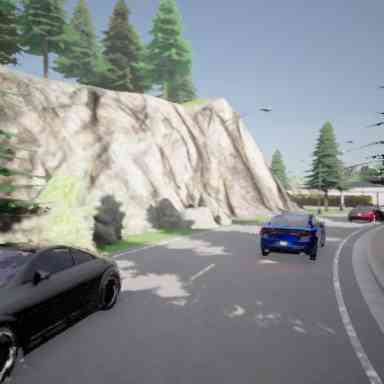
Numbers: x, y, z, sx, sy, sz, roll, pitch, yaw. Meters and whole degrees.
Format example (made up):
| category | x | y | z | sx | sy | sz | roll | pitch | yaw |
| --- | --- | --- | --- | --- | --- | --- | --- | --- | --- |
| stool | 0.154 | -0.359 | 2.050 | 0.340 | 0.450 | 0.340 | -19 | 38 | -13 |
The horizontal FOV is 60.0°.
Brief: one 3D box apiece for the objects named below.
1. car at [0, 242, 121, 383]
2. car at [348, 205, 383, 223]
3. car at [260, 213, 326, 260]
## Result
| category | x | y | z | sx | sy | sz | roll | pitch | yaw |
| --- | --- | --- | --- | --- | --- | --- | --- | --- | --- |
| car | -2.803 | 1.530 | 5.200 | 1.994 | 1.385 | 4.181 | 1 | 0 | 15 |
| car | 14.755 | 1.793 | 28.054 | 1.994 | 1.385 | 4.181 | 1 | 0 | 43 |
| car | 4.083 | 1.546 | 13.095 | 1.882 | 1.535 | 5.008 | 0 | 0 | 26 |
